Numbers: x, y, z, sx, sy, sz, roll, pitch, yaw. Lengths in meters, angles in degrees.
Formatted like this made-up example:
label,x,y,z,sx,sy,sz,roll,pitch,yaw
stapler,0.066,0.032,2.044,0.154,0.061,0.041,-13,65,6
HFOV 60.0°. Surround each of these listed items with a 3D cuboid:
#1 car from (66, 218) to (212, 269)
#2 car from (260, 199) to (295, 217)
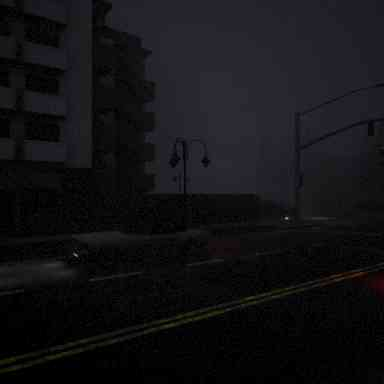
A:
label,x,y,z,sx,sy,sz,roll,pitch,yaw
car,-1.708,1.601,11.358,4.718,1.301,1.895,0,0,-35
car,7.770,1.478,32.175,1.882,1.535,5.008,0,0,-38
